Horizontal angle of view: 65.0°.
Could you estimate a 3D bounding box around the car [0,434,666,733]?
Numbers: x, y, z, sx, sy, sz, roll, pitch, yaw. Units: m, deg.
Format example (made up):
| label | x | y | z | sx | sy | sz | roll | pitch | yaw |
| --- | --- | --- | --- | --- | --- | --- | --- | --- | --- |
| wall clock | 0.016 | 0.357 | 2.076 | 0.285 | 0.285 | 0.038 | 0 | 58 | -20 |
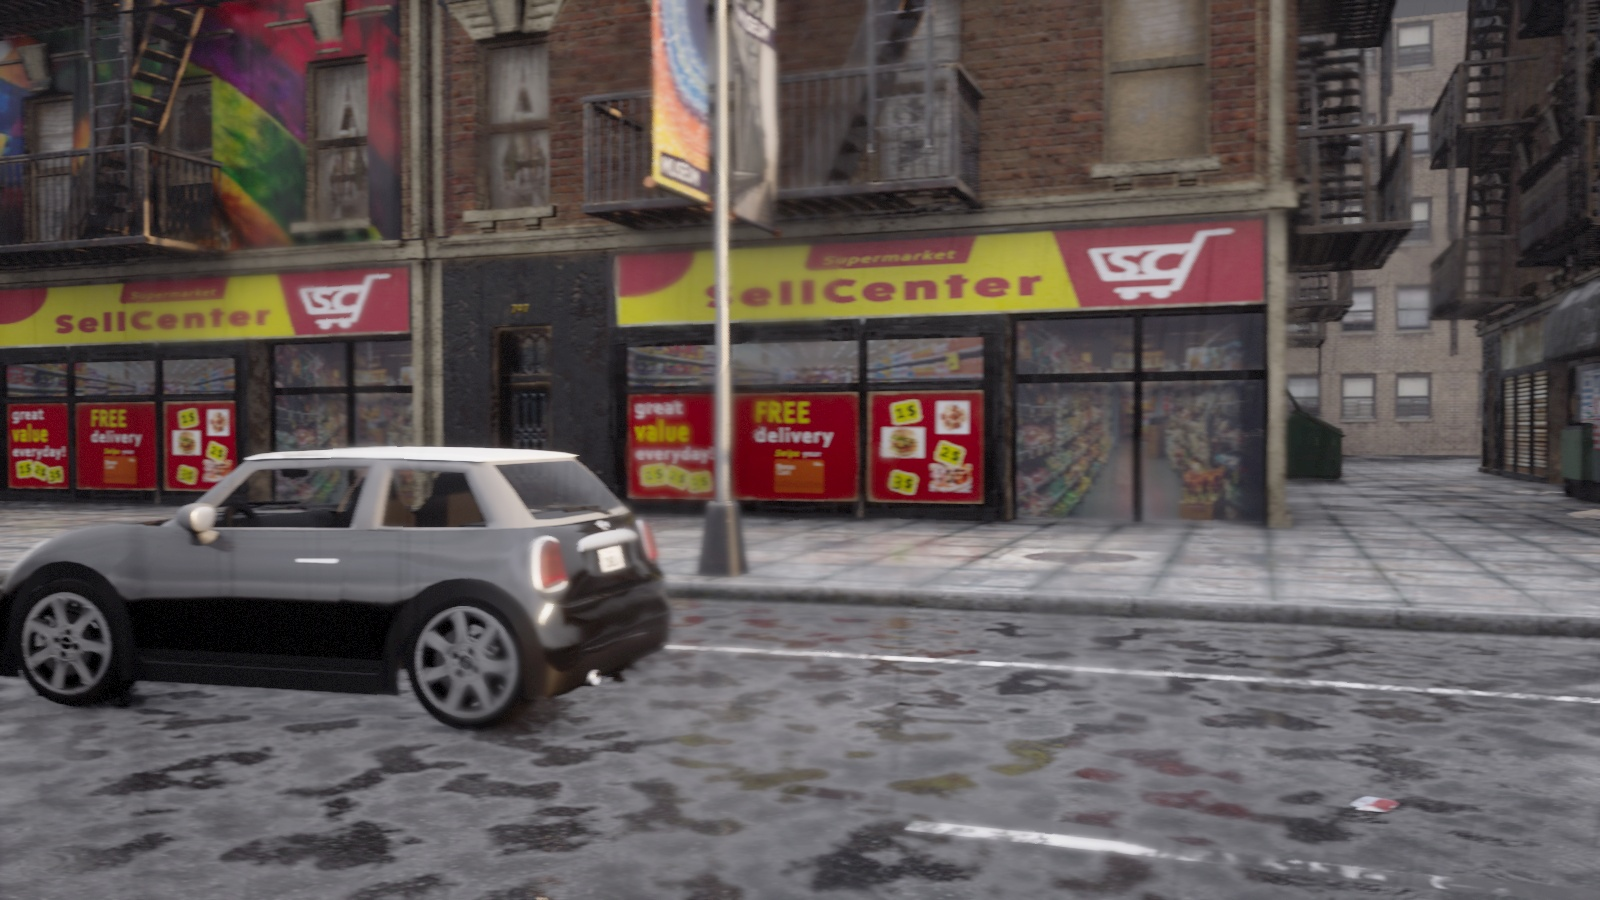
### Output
| label | x | y | z | sx | sy | sz | roll | pitch | yaw |
| --- | --- | --- | --- | --- | --- | --- | --- | --- | --- |
| car | -2.972 | 0.654 | 7.729 | 3.806 | 1.475 | 1.970 | 0 | 1 | 15 |
